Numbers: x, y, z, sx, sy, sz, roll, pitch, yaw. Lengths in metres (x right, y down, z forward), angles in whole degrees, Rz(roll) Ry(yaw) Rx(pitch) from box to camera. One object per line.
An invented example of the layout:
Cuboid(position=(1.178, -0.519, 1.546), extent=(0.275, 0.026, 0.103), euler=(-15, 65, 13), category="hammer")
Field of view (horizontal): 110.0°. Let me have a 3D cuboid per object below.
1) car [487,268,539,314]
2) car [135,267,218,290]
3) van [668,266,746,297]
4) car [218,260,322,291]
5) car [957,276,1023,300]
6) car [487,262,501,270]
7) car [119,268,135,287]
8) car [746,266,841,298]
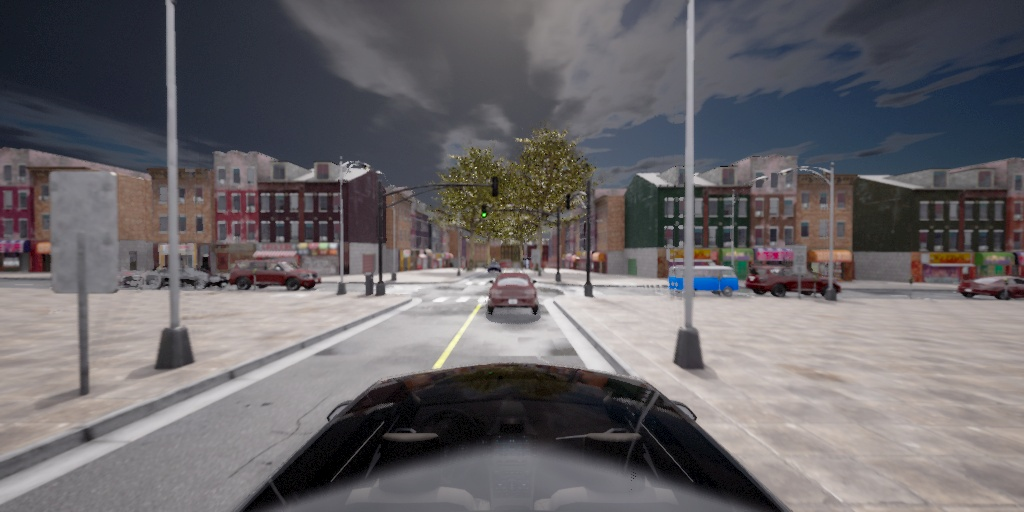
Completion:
Cuboid(position=(0.041, 1.373, 14.244), extent=(1.812, 1.442, 4.674), euler=(0, 0, 0), category="car")
Cuboid(position=(-19.998, 1.360, 22.159), extent=(4.313, 1.339, 1.948), euler=(0, 0, 0), category="car")
Cuboid(position=(11.763, 1.530, 22.127), extent=(3.998, 1.789, 1.690), euler=(0, 0, 0), category="van")
Cuboid(position=(-14.596, 1.174, 22.154), extent=(5.009, 1.841, 2.192), euler=(0, 0, 0), category="car")
Cuboid(position=(30.284, 1.967, 21.984), extent=(4.674, 1.442, 1.812), euler=(1, 1, 0), category="car")
Cuboid(position=(-2.798, 1.711, 57.509), extent=(2.097, 1.767, 4.553), euler=(0, -1, 0), category="car")
Cuboid(position=(-25.399, 1.171, 22.165), extent=(4.097, 1.591, 1.967), euler=(0, 0, 0), category="car")
Cuboid(position=(17.168, 1.575, 22.122), extent=(5.009, 1.841, 2.192), euler=(0, 0, 0), category="car")
